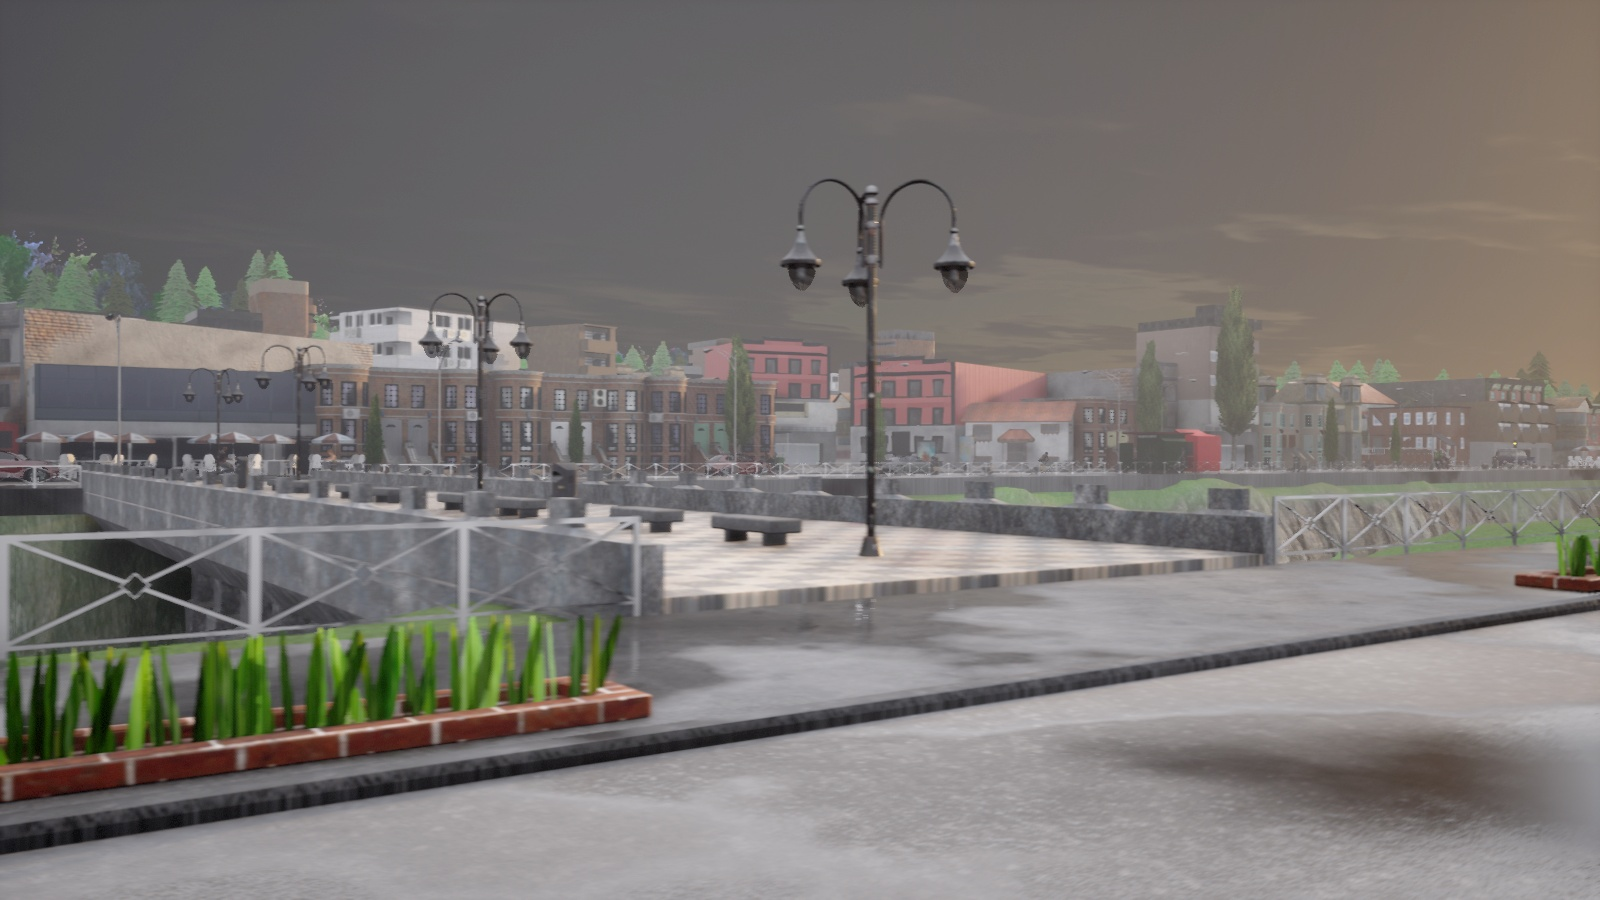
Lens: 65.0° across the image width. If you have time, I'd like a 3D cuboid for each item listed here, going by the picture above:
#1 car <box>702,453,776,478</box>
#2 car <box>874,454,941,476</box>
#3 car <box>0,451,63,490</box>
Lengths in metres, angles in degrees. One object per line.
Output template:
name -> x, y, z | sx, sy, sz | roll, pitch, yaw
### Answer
car -> -3.699, 0.955, 76.855 | 4.193, 1.474, 1.816 | 0, 0, -35
car -> 7.242, 1.000, 84.475 | 4.181, 1.385, 1.994 | 0, 0, -35
car -> -35.164, 0.884, 54.941 | 4.856, 1.649, 2.033 | 0, 0, -35
